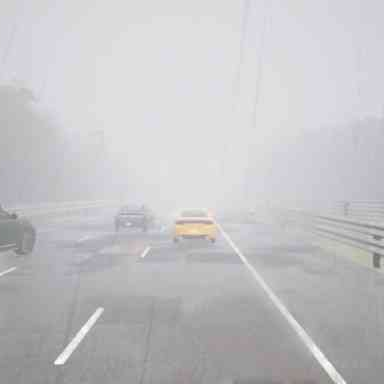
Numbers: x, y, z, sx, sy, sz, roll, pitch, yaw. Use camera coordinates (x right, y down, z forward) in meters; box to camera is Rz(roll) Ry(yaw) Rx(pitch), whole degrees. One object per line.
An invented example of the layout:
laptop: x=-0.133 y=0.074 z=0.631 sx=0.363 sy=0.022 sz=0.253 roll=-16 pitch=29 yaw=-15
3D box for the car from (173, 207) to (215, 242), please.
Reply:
car: x=0.099 y=1.505 z=16.568 sx=1.882 sy=1.535 sz=5.008 roll=0 pitch=0 yaw=0

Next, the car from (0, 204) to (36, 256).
car: x=-6.900 y=1.235 z=10.068 sx=2.150 sy=2.045 sz=5.566 roll=0 pitch=0 yaw=0

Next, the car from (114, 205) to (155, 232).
car: x=-3.402 y=1.529 z=20.294 sx=2.128 sy=1.511 sz=4.902 roll=0 pitch=0 yaw=0
